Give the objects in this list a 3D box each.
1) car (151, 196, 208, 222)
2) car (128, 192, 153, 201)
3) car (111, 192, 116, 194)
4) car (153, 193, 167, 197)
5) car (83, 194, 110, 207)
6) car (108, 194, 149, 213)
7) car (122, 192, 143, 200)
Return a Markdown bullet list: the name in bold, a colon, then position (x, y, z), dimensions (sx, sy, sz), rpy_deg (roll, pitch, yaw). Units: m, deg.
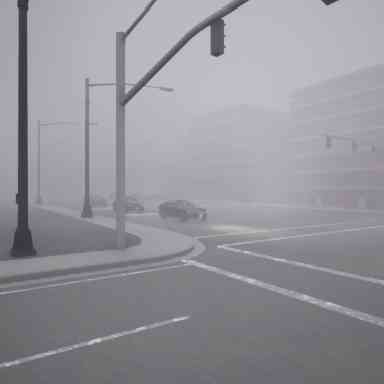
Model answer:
- **car**: position (-0.765, 1.358, 25.018), dimensions (2.128, 1.511, 4.902), rpy_deg (0, 1, -34)
- **car**: position (-8.916, 0.844, 55.760), dimensions (1.882, 1.535, 5.008), rpy_deg (0, 1, -34)
- **car**: position (-14.795, 0.708, 64.371), dimensions (1.837, 1.490, 4.892), rpy_deg (0, 1, -34)
- **car**: position (-6.026, 0.858, 57.734), dimensions (2.128, 1.511, 4.902), rpy_deg (0, 1, -34)
- **car**: position (-12.277, 1.013, 41.901), dimensions (1.882, 1.535, 5.008), rpy_deg (0, 1, -34)
- **car**: position (-6.487, 1.242, 33.404), dimensions (1.812, 1.442, 4.674), rpy_deg (0, 1, -34)
- **car**: position (-11.904, 0.750, 66.344), dimensions (2.033, 1.411, 5.357), rpy_deg (0, 1, -34)
